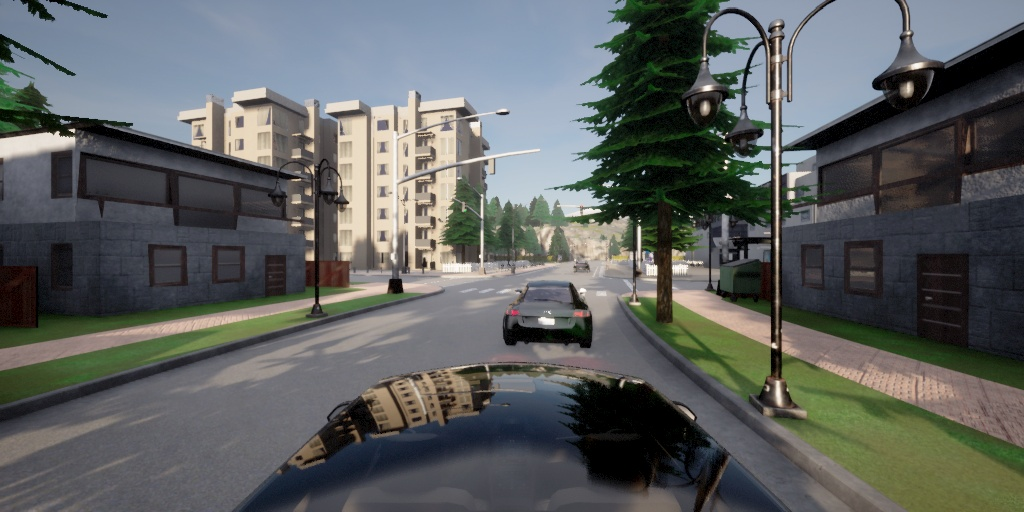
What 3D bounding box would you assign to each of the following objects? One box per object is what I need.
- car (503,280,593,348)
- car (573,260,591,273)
[{"bbox_3d":[0.997,1.314,9.335,1.994,1.385,4.181,0,0,8],"label":"car"},{"bbox_3d":[8.746,1.276,44.880,2.128,1.511,4.902,0,0,14],"label":"car"}]
